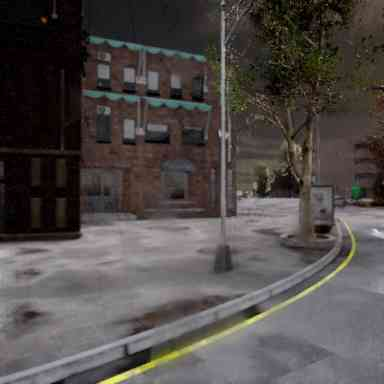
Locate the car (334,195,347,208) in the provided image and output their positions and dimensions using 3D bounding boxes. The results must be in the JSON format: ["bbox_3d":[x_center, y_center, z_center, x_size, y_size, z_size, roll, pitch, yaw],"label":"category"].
[{"bbox_3d":[15.694,1.037,38.107,2.128,1.511,4.902,0,1,-8],"label":"car"}]
